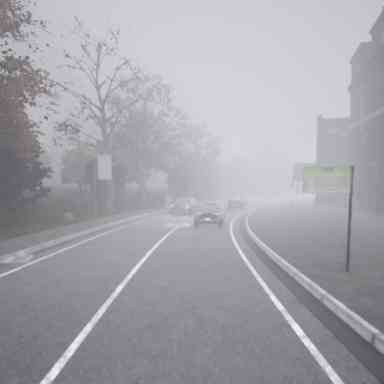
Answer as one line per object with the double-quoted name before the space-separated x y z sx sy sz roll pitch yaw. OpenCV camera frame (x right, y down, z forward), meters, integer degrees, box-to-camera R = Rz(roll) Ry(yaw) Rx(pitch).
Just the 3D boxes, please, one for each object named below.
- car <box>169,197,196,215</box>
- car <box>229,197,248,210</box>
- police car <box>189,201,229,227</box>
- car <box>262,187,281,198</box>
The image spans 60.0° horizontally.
"car" -0.716 1.306 32.818 2.097 1.767 4.553 1 1 13
"car" 5.850 1.380 42.083 1.882 1.535 5.008 2 2 20
"police car" 1.350 1.602 24.040 2.038 1.542 4.974 1 0 8
"car" 16.620 0.054 69.323 2.150 2.045 5.566 4 4 36
